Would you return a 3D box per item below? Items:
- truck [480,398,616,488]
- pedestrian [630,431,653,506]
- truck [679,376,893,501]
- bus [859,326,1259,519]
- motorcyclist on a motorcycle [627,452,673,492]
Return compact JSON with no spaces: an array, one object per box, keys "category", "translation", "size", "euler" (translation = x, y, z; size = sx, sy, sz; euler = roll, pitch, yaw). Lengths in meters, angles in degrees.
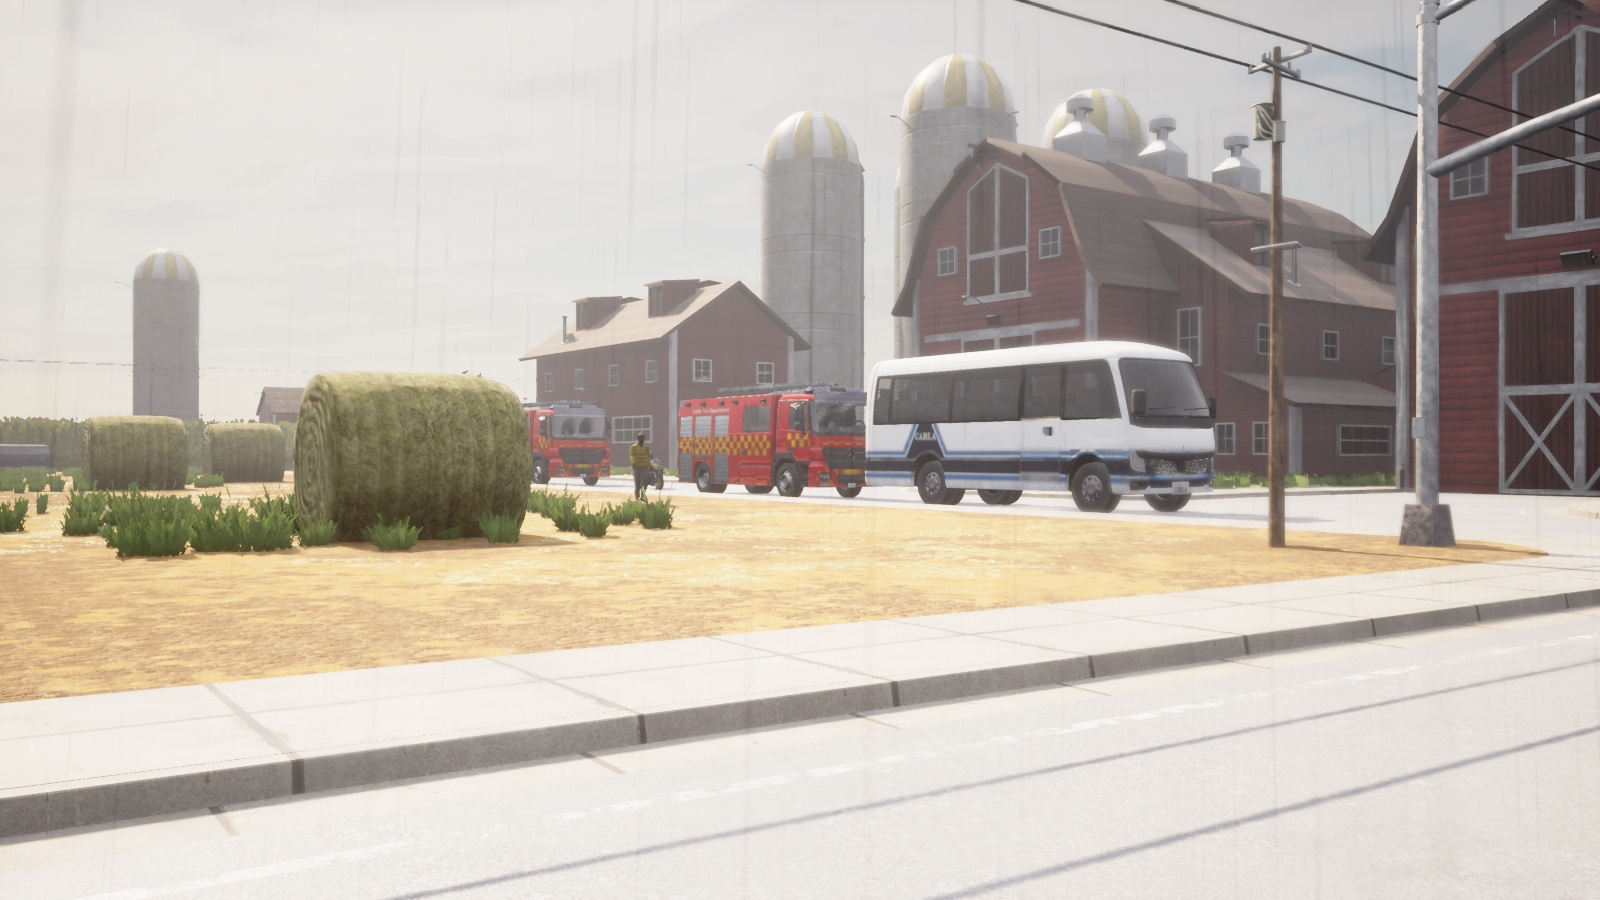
[{"category":"truck","translation":[-11.783,-0.280,57.959],"size":[2.891,3.827,8.468],"euler":[0,0,-36]},{"category":"pedestrian","translation":[-3.926,0.453,31.130],"size":[0.370,1.835,0.726],"euler":[0,0,-23]},{"category":"truck","translation":[-0.707,-0.342,42.652],"size":[2.891,3.827,8.468],"euler":[0,0,-36]},{"category":"bus","translation":[6.317,-0.595,32.948],"size":[3.944,4.253,10.273],"euler":[0,0,-36]},{"category":"motorcyclist on a motorcycle","translation":[-5.971,0.870,49.922],"size":[0.866,1.530,2.191],"euler":[-1,0,-36]}]
